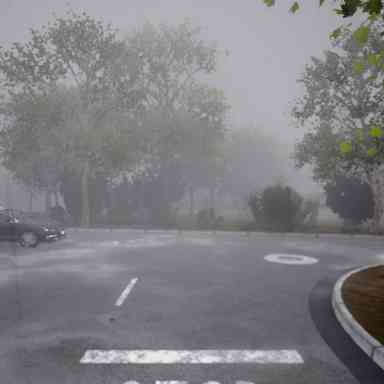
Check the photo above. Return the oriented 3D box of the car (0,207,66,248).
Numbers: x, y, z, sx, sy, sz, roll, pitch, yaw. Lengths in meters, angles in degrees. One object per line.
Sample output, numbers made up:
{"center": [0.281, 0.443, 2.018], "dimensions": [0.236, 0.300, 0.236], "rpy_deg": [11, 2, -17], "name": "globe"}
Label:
{"center": [-7.659, 1.384, 13.508], "dimensions": [4.892, 1.490, 1.837], "rpy_deg": [1, -1, 0], "name": "car"}
